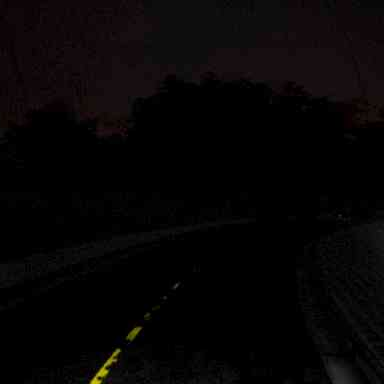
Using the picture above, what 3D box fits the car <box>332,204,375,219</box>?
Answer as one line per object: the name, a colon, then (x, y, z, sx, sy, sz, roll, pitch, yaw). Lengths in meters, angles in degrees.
car: (16.105, 1.898, 32.983, 5.357, 1.411, 2.033, 1, -1, -37)
